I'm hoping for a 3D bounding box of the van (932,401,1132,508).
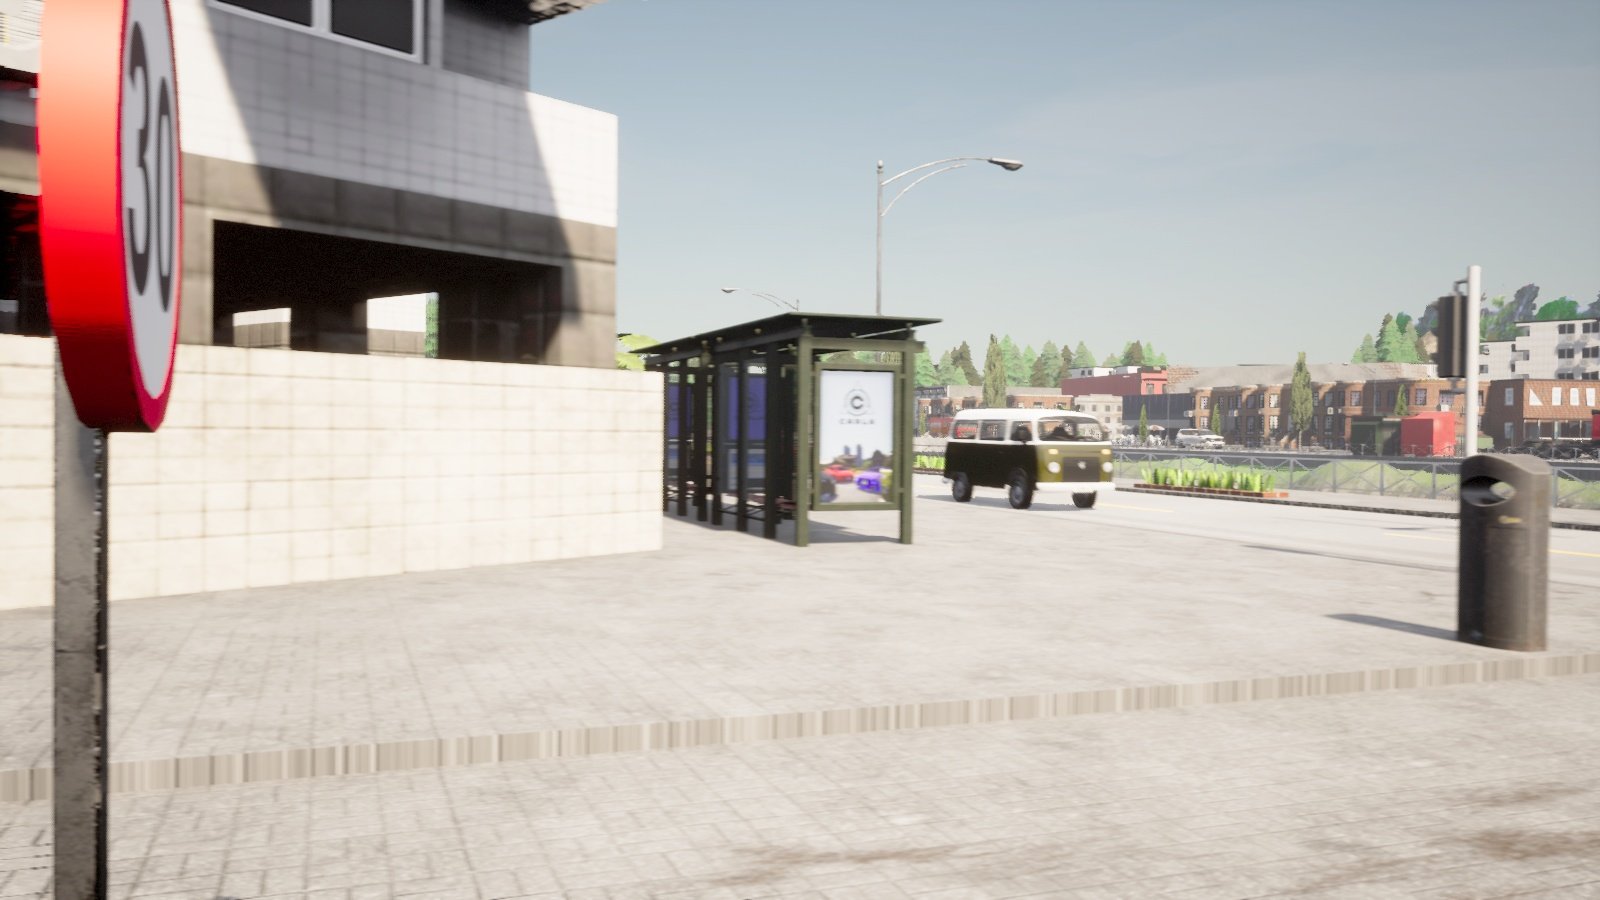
[{"bbox_3d":[4.717,0.044,26.249,2.069,2.038,4.480,-1,1,-21],"label":"van"}]
